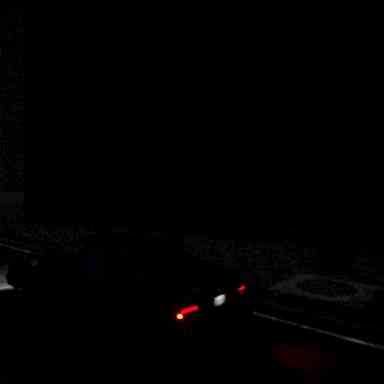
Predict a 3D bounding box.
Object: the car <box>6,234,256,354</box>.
[{"bbox_3d":[-1.523,1.521,6.192,5.357,1.411,2.033,0,0,41],"label":"car"}]
